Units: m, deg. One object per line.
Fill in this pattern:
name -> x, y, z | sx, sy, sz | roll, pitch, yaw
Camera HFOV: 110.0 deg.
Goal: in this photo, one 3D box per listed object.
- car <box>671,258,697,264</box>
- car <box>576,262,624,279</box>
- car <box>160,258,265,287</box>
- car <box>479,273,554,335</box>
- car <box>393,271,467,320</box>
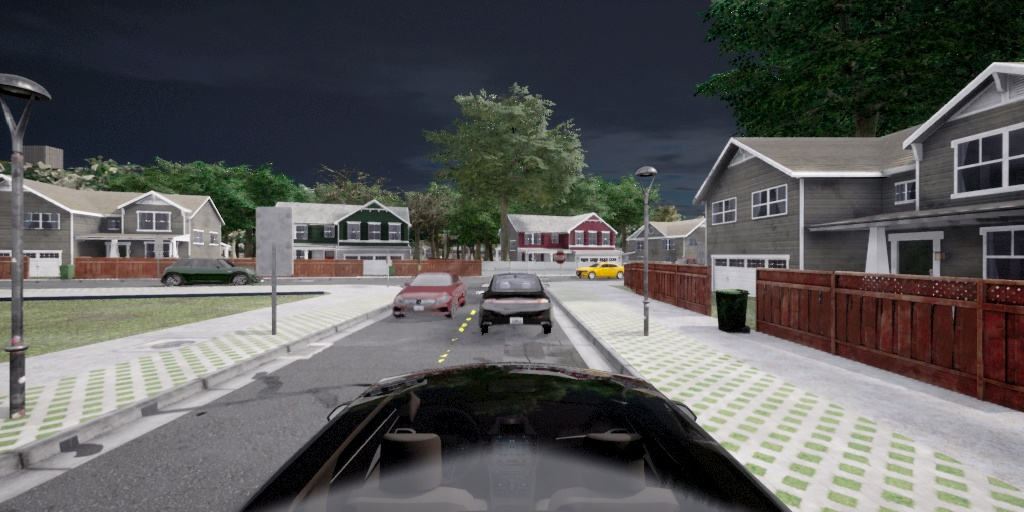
car -> 17.898, 1.192, 36.947 | 5.566, 2.045, 2.150 | 1, 0, -20
car -> 8.341, 1.341, 33.458 | 5.008, 1.535, 1.882 | 1, 0, -21
car -> -17.286, 0.906, 21.012 | 4.553, 1.767, 2.097 | 0, 0, -20
car -> 0.103, 1.242, 10.530 | 2.128, 1.511, 4.902 | 0, 0, 0
car -> -2.718, 1.276, 12.865 | 1.812, 1.442, 4.674 | 0, 0, 1
